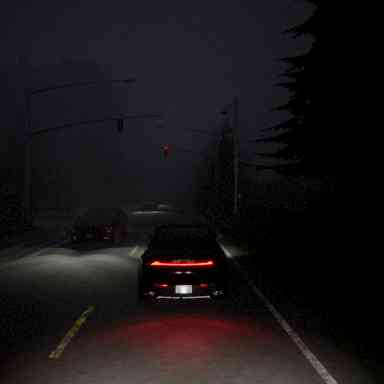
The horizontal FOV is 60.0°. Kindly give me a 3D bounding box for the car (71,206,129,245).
[{"bbox_3d":[-4.190,1.478,15.767,1.882,1.535,5.008,0,0,-2],"label":"car"}]

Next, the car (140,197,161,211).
[{"bbox_3d":[-5.181,1.526,40.723,1.812,1.442,4.674,0,0,-3],"label":"car"}]

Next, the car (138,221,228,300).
[{"bbox_3d":[-0.228,1.505,8.416,1.837,1.490,4.892,0,0,-2],"label":"car"}]

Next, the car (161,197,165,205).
[{"bbox_3d":[-5.892,1.600,59.022,1.895,1.301,4.718,0,0,-2],"label":"car"}]

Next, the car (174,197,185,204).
[{"bbox_3d":[-2.338,1.564,61.366,1.994,1.385,4.181,0,0,-2],"label":"car"}]
